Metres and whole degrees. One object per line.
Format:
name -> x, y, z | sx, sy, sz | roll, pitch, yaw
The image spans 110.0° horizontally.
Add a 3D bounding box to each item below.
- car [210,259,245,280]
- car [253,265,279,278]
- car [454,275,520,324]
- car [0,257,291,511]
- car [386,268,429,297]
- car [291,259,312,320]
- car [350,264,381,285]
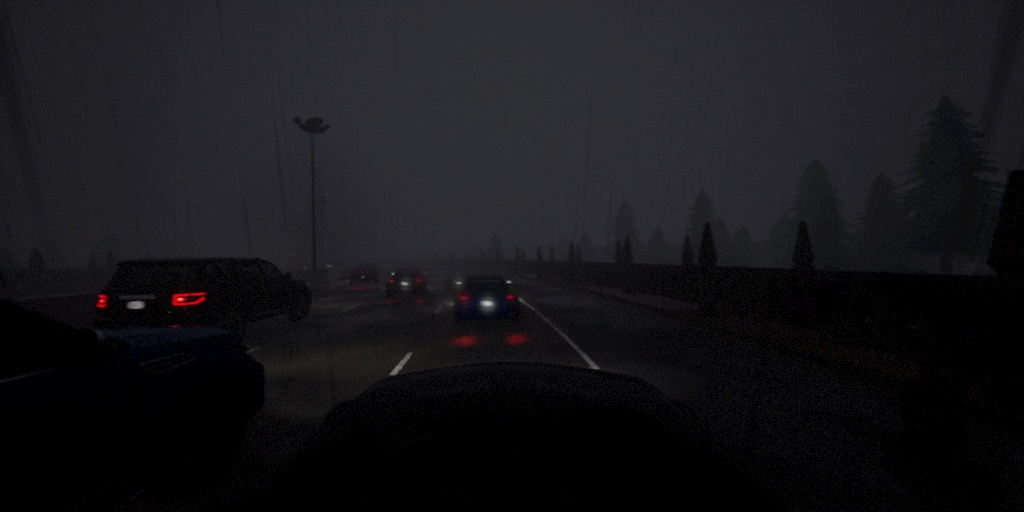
car -> -31.396, 1.401, 39.752 | 2.150, 2.045, 5.566 | -1, 0, -28
car -> -28.318, 1.730, 41.413 | 1.895, 1.301, 4.718 | -1, 0, -28
car -> -0.909, 1.308, 12.023 | 1.994, 1.385, 4.181 | -1, 0, -7
car -> -3.623, 1.013, 1.337 | 2.150, 2.045, 5.566 | 0, 0, -1
car -> -5.677, 1.361, 19.748 | 1.994, 1.385, 4.181 | -1, 0, -11
car -> -7.619, 1.050, 9.690 | 2.150, 2.045, 5.566 | -1, 0, -5
car -> -11.263, 1.347, 27.769 | 1.882, 1.535, 5.008 | -1, 0, -16
